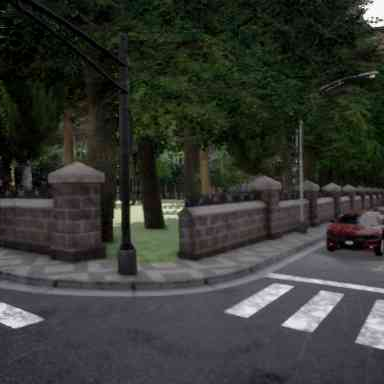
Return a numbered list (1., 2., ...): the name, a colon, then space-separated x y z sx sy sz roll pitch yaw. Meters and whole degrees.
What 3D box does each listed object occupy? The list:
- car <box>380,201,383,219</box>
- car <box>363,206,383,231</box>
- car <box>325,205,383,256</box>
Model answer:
1. car: 18.556 1.573 30.178 2.128 1.511 4.902 -1 0 35
2. car: 12.654 1.658 21.810 1.895 1.301 4.718 -1 0 35
3. car: 6.938 1.515 13.703 1.882 1.535 5.008 -1 0 35
